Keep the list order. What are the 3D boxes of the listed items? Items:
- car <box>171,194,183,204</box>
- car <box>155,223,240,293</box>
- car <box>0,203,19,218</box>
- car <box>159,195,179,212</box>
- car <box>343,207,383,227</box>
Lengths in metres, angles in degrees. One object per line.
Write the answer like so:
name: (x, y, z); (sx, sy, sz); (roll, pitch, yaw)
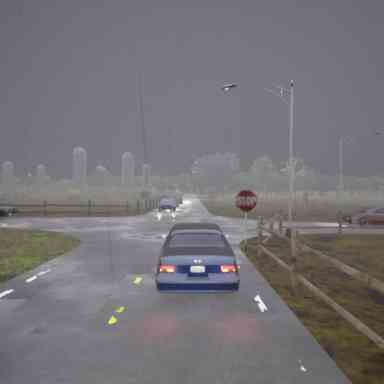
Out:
car: (-2.833, 1.428, 49.254); (2.128, 1.511, 4.902); (0, 0, 0)
car: (0.106, 1.541, 8.963); (2.033, 1.411, 5.357); (0, 0, 0)
car: (-15.531, 1.313, 24.399); (4.718, 1.301, 1.895); (1, 1, -1)
car: (-2.799, 1.435, 38.819); (1.882, 1.535, 5.008); (0, 0, -1)
car: (13.506, 1.816, 24.569); (4.181, 1.385, 1.994); (1, 1, 0)
